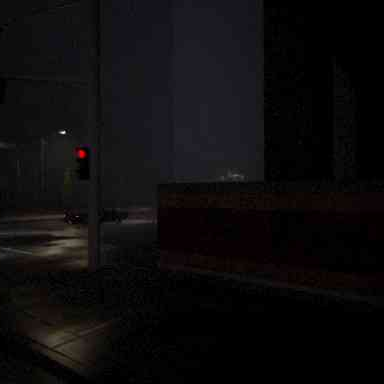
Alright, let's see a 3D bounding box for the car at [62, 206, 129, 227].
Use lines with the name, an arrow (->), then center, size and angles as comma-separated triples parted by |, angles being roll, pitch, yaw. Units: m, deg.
car -> -6.944, 1.711, 24.191 | 1.895, 1.301, 4.718 | 0, 0, 36
